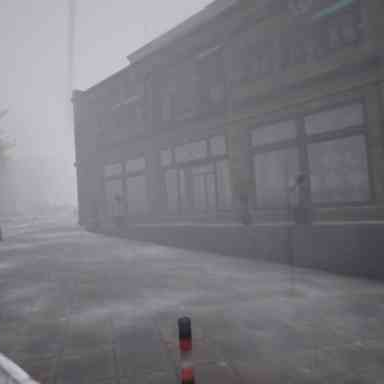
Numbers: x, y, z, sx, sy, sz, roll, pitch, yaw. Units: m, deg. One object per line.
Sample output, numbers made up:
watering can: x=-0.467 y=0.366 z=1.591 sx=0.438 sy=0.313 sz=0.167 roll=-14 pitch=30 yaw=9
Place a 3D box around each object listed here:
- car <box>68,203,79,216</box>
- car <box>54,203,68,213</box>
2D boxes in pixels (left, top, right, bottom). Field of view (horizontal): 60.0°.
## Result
car: x=-13.112 y=2.012 z=39.278 sx=1.994 sy=1.385 sz=4.181 roll=-2 pitch=0 yaw=-23
car: x=-21.295 y=2.544 z=55.753 sx=1.882 sy=1.535 sz=5.008 roll=-5 pitch=0 yaw=5
